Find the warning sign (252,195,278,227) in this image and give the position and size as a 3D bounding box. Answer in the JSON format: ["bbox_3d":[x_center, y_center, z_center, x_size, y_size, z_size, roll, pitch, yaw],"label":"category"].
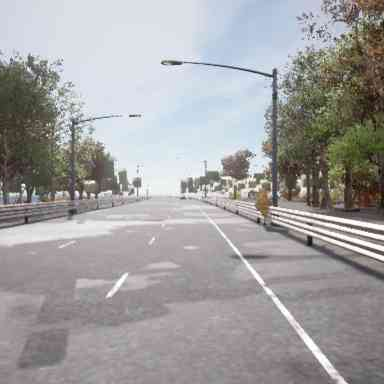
[{"bbox_3d":[4.402,1.122,20.184,1.300,1.860,1.060,-1,-1,-1],"label":"warning sign"}]
